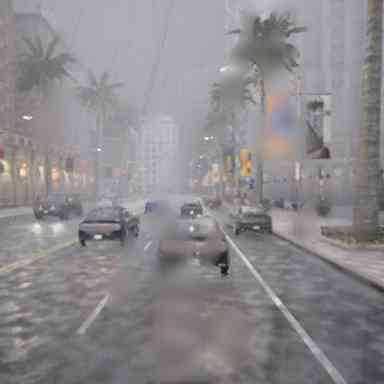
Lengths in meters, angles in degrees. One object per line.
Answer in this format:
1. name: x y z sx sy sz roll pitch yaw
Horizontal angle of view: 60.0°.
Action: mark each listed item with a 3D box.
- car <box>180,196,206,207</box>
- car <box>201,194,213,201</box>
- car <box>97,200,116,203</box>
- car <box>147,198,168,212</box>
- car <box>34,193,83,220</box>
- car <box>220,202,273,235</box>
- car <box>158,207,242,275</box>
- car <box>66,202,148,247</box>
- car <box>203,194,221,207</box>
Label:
1. car: -0.014 1.357 28.935 1.837 1.490 4.892 0 0 0
2. car: 3.126 1.156 69.322 2.161 1.482 4.786 0 0 0
3. car: -7.127 1.394 27.651 1.812 1.442 4.674 0 0 0
4. car: -3.533 1.312 33.329 1.882 1.535 5.008 0 0 0
5. car: -10.630 1.102 26.983 2.150 2.045 5.566 0 0 0
6. car: 3.017 1.385 18.017 2.231 1.521 4.892 0 0 0
7. car: 0.051 1.439 10.259 2.128 1.511 4.902 0 0 0
8. car: -3.460 1.421 14.623 2.128 1.511 4.902 0 0 0
9. car: 2.908 1.109 47.391 2.185 1.767 4.553 0 0 0
